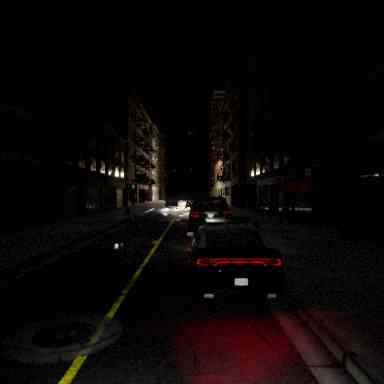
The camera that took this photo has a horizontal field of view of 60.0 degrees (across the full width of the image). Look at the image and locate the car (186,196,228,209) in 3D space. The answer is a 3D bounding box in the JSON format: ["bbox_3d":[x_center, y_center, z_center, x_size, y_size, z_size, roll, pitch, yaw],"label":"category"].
[{"bbox_3d":[0.897,1.241,18.556,2.150,2.045,5.566,0,0,0],"label":"car"}]

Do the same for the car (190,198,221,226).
[{"bbox_3d":[0.895,1.374,24.496,2.097,1.767,4.553,0,0,0],"label":"car"}]

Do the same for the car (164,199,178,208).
[{"bbox_3d":[-3.010,1.658,48.923,1.895,1.301,4.718,0,0,0],"label":"car"}]

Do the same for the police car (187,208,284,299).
[{"bbox_3d":[0.898,1.432,8.635,1.930,1.638,5.238,0,0,0],"label":"police car"}]
